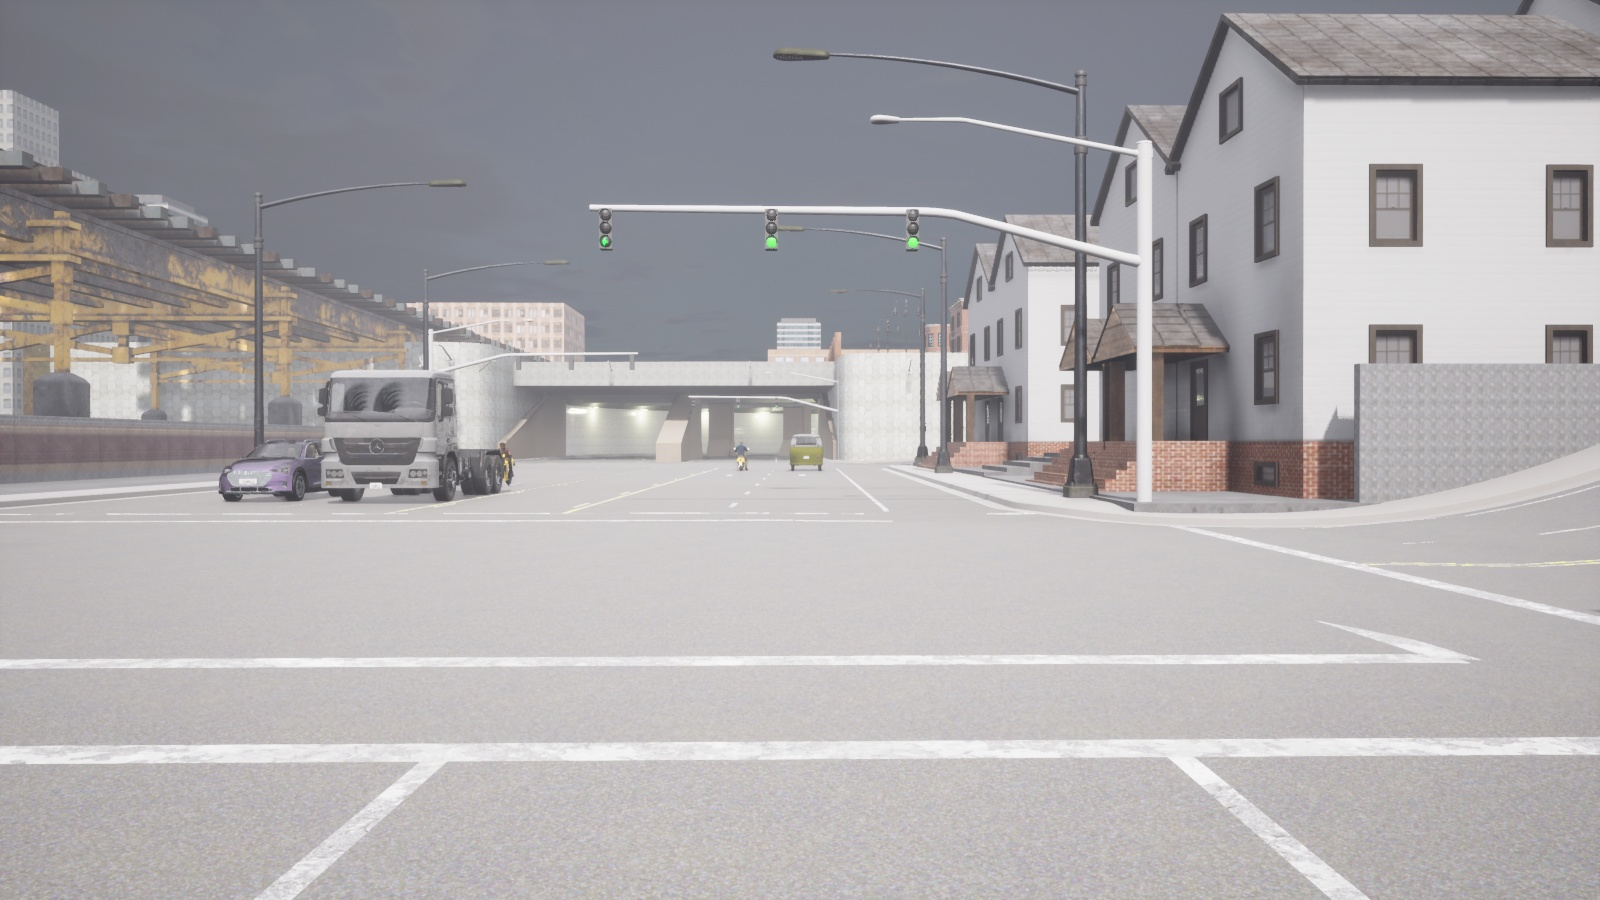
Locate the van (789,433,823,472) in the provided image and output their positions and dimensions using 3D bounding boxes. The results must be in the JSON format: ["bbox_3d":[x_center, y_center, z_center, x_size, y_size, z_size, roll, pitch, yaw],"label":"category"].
[{"bbox_3d":[0.340,0.117,67.674,1.775,1.987,4.442,0,0,0],"label":"van"}]

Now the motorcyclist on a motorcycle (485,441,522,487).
[{"bbox_3d":[-10.277,0.470,43.538,0.797,1.523,2.044,0,1,0],"label":"motorcyclist on a motorcycle"}]

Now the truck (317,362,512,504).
[{"bbox_3d":[-10.315,-0.439,34.598,2.891,3.462,7.936,0,0,0],"label":"truck"}]

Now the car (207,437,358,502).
[{"bbox_3d":[-13.823,0.474,33.899,2.033,1.649,4.856,0,0,0],"label":"car"}]
